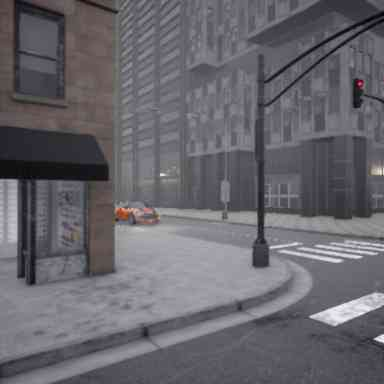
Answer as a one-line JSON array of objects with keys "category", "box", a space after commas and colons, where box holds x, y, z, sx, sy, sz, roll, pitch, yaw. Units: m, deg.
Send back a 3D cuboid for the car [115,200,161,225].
[{"category": "car", "box": [-4.139, 1.388, 24.513, 2.097, 1.767, 4.553, 0, 0, -36]}]
